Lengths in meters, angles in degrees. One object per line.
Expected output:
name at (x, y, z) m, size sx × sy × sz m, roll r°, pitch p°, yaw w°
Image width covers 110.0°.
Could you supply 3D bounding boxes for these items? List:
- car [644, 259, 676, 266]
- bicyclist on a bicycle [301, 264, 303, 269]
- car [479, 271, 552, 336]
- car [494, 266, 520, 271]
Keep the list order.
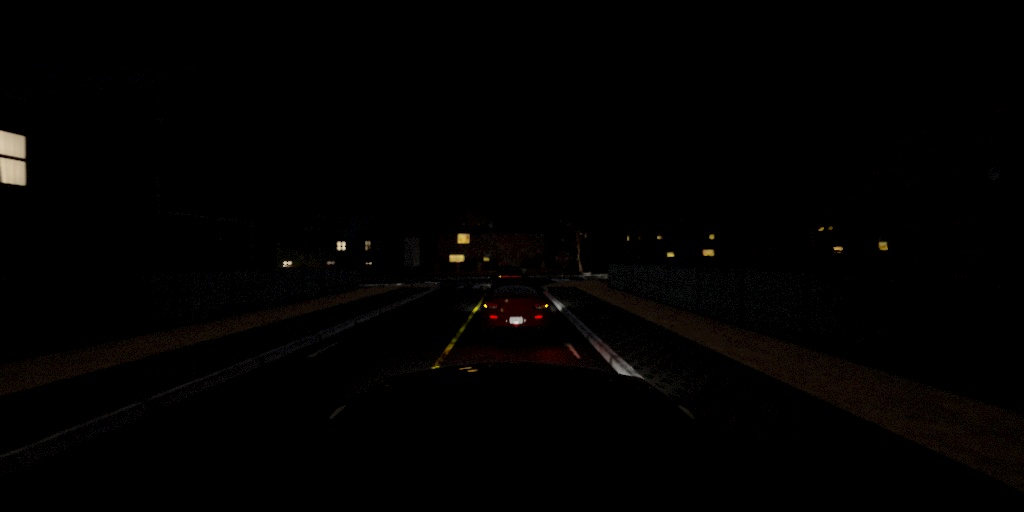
car at (12.669, 1.030, 31.903) m, size 5.008 × 1.535 × 1.882 m, roll -1°, pitch 1°, yaw 0°
bicyclist on a bicycle at (-20.227, 1.603, 34.691) m, size 0.582 × 1.620 × 1.656 m, roll -1°, pitch 1°, yaw 0°
car at (0.085, 1.321, 10.513) m, size 1.812 × 1.442 × 4.674 m, roll 0°, pitch 0°, yaw 0°
car at (-0.395, 1.379, 23.365) m, size 1.837 × 1.490 × 4.892 m, roll 0°, pitch 0°, yaw -7°
